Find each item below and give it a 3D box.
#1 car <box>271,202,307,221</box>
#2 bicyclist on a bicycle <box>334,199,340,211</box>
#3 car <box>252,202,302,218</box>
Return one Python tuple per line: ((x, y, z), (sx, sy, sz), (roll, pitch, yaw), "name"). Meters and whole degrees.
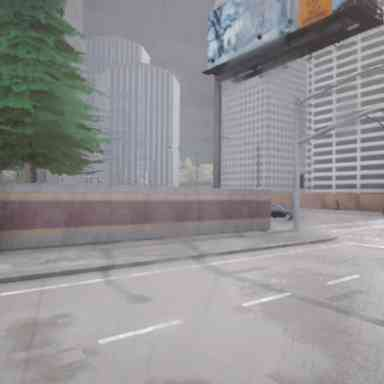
((8.092, 1.787, 30.350), (2.128, 1.511, 4.902), (1, 0, -35), "car")
((19.679, 1.816, 45.120), (1.656, 1.620, 0.582), (1, 0, -35), "bicyclist on a bicycle")
((8.935, 1.830, 35.225), (2.128, 1.511, 4.902), (1, 0, -35), "car")
